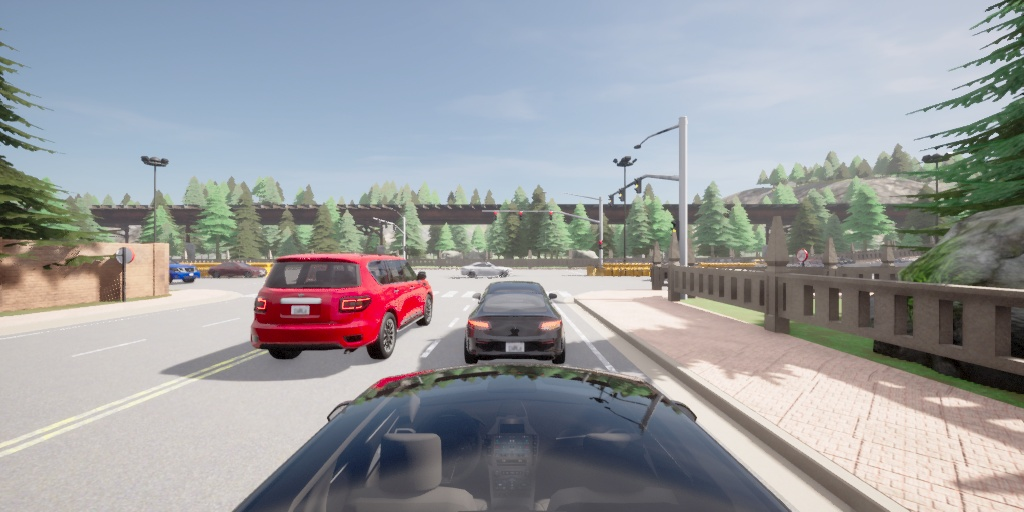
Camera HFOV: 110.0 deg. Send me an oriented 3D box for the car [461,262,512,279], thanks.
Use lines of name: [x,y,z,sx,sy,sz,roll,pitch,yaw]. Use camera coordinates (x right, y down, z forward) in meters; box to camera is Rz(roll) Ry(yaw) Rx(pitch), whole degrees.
car: [-2.277,1.275,32.479,4.674,1.442,1.812,0,0,0]

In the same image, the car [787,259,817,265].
car: [31.421,1.337,39.555,4.718,1.301,1.895,0,0,0]

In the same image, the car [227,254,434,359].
car: [-3.440,0.971,8.515,2.150,2.045,5.566,0,0,0]

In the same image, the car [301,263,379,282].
car: [-13.794,1.298,29.032,5.357,1.411,2.033,0,0,0]

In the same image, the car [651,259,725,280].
car: [14.109,1.101,28.904,4.553,1.767,2.097,0,0,0]

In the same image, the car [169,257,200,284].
car: [-25.657,0.971,25.580,5.566,2.045,2.150,0,0,-1]

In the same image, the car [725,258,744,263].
car: [22.433,1.102,39.573,4.553,1.767,2.097,0,0,0]

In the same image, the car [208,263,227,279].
car: [-24.903,1.276,32.582,4.674,1.442,1.812,0,0,0]

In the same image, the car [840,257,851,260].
car: [41.609,0.953,46.535,4.892,1.490,1.837,-3,0,0]

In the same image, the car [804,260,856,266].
car: [29.373,1.312,32.361,4.181,1.385,1.994,0,0,0]

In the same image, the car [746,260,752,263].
car: [25.538,1.102,43.064,4.553,1.767,2.097,0,0,0]

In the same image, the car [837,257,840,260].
car: [35.687,1.141,43.050,5.008,1.535,1.882,-1,0,0]

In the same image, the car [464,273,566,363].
car: [0.063,1.276,7.963,1.812,1.442,4.674,0,0,0]

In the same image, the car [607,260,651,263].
car: [13.412,1.228,39.609,5.008,1.535,1.882,0,0,0]

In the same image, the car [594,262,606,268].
car: [13.139,1.241,46.609,4.902,1.511,2.128,0,0,0]

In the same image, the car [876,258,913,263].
car: [42.054,0.974,39.534,5.357,1.411,2.033,-3,0,0]

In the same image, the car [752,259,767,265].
car: [31.746,1.210,46.553,5.008,1.535,1.882,-1,0,0]
